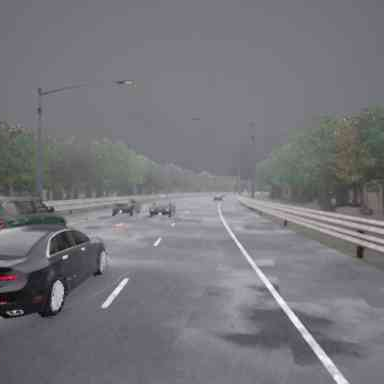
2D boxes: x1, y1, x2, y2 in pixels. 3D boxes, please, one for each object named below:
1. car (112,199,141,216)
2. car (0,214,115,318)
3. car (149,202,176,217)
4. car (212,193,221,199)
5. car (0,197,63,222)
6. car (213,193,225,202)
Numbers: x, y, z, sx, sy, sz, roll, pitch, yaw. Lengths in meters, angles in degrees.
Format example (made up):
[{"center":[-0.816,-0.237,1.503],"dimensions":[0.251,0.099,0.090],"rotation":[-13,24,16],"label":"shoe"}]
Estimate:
[{"center":[-5.972,1.399,30.812],"dimensions":[1.837,1.490,4.892],"rotation":[0,0,3],"label":"car"},{"center":[-3.301,1.478,7.381],"dimensions":[1.837,1.490,4.892],"rotation":[0,0,1],"label":"car"},{"center":[-2.533,1.502,29.707],"dimensions":[1.895,1.301,4.718],"rotation":[0,0,3],"label":"car"},{"center":[6.507,1.062,87.176],"dimensions":[2.033,1.411,5.357],"rotation":[0,0,8],"label":"car"},{"center":[-6.702,1.175,12.521],"dimensions":[2.150,2.045,5.566],"rotation":[0,0,1],"label":"car"},{"center":[5.319,1.207,68.247],"dimensions":[1.882,1.535,5.008],"rotation":[0,0,7],"label":"car"}]
